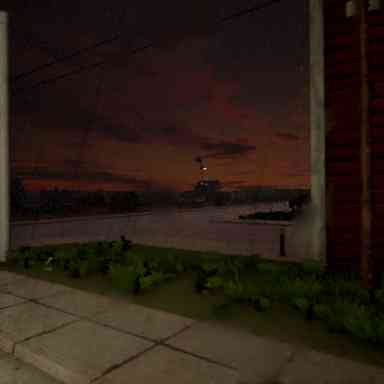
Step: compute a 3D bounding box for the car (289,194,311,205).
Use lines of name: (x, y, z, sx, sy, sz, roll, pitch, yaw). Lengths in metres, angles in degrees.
car: (14.768, 1.272, 45.636, 1.905, 1.878, 3.866, -6, -1, -8)
